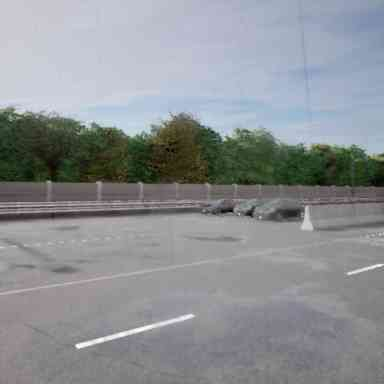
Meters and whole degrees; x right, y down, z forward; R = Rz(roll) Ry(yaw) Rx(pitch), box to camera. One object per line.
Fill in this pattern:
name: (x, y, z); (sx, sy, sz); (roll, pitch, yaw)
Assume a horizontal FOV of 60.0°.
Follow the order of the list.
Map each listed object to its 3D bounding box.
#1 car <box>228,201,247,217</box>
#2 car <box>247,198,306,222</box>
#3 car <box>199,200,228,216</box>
car: (5.857, 1.329, 29.804); (4.553, 1.767, 2.097); (0, 0, -36)
car: (6.944, 1.331, 26.271); (4.553, 1.767, 2.097); (0, 0, -36)
car: (2.711, 1.482, 31.865); (4.181, 1.385, 1.994); (-3, 2, -36)
